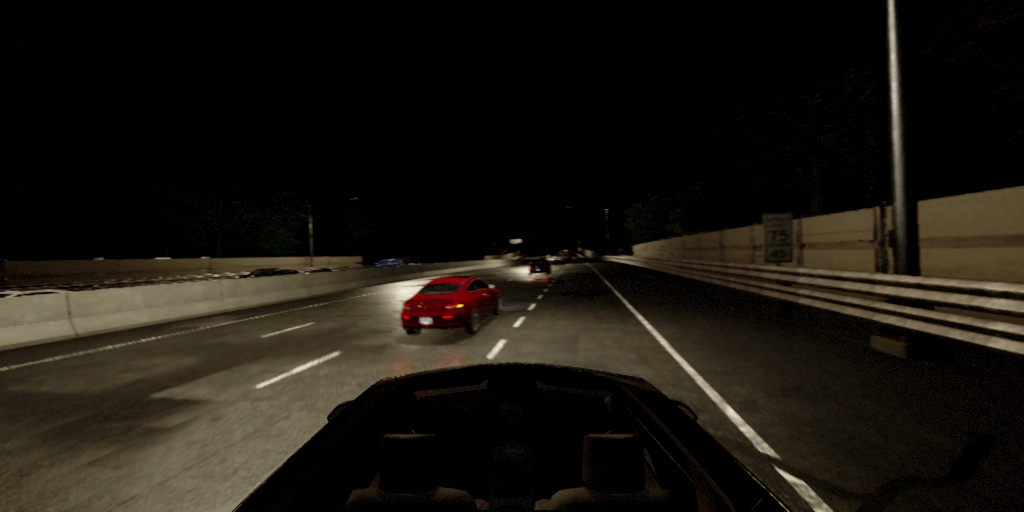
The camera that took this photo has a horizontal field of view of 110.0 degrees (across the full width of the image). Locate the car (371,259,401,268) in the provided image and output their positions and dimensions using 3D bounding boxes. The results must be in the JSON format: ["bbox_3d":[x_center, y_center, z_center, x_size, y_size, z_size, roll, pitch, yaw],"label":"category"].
[{"bbox_3d":[-16.276,1.435,46.915,2.150,2.045,5.566,-2,0,10],"label":"car"}]

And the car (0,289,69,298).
[{"bbox_3d":[-18.905,2.032,13.638,1.812,1.442,4.674,-2,0,11],"label":"car"}]

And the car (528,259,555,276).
[{"bbox_3d":[2.703,1.035,34.012,1.812,1.442,4.674,-2,0,10],"label":"car"}]

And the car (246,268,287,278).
[{"bbox_3d":[-19.365,1.964,30.421,1.837,1.490,4.892,-2,0,11],"label":"car"}]

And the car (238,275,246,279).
[{"bbox_3d":[-25.344,2.041,36.454,2.097,1.767,4.553,-2,0,11],"label":"car"}]

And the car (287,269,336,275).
[{"bbox_3d":[-15.909,1.838,29.886,1.812,1.442,4.674,-2,0,11],"label":"car"}]

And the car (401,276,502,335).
[{"bbox_3d":[-1.593,1.308,10.598,1.812,1.442,4.674,-2,0,10],"label":"car"}]

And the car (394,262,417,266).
[{"bbox_3d":[-12.821,1.670,46.285,1.895,1.301,4.718,-2,0,10],"label":"car"}]
